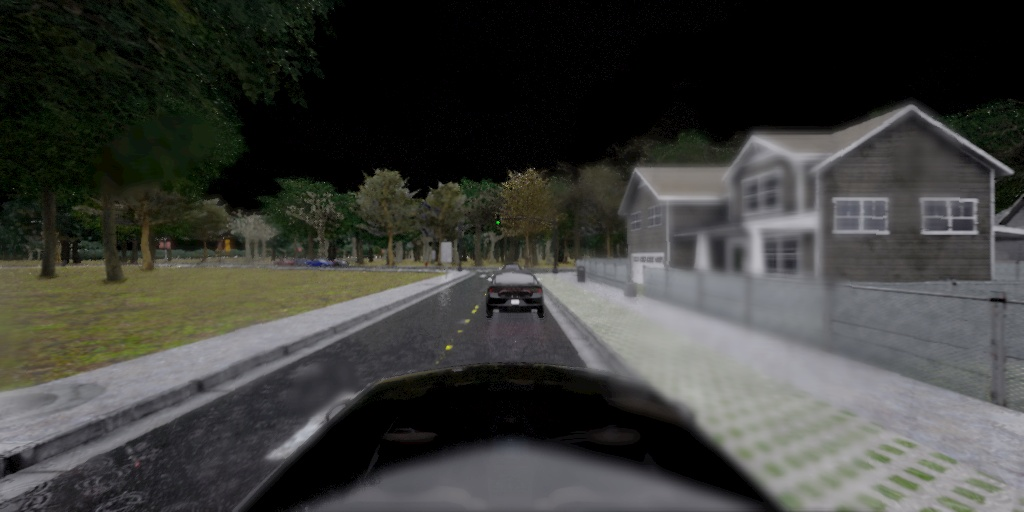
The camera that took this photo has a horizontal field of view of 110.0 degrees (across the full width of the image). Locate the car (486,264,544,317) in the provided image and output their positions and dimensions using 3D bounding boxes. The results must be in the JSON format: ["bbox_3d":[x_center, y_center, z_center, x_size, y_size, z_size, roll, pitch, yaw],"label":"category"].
[{"bbox_3d":[0.102,1.237,13.303,1.882,1.535,5.008,0,0,0],"label":"car"}]
